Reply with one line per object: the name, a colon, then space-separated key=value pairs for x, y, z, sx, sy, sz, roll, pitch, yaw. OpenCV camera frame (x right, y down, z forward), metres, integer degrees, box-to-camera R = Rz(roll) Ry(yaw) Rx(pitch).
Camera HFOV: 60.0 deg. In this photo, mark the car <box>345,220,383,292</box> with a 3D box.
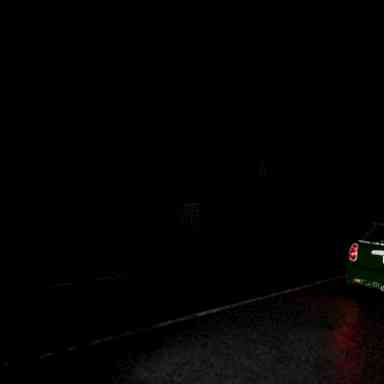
car: x=5.636 y=1.368 z=7.768 sx=4.553 sy=1.767 sz=2.097 roll=0 pitch=0 yaw=-35
